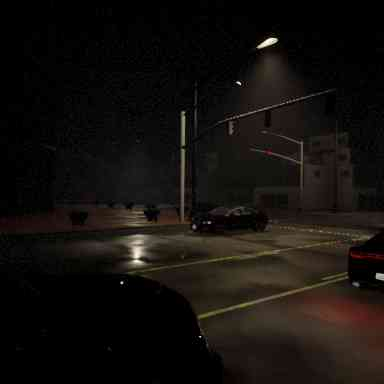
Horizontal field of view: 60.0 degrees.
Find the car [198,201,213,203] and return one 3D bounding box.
[{"bbox_3d":[1.756,1.656,36.088,1.994,1.385,4.181,1,-1,-35],"label":"car"}]

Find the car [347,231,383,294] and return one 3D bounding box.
[{"bbox_3d":[5.700,1.498,7.843,5.008,1.535,1.882,0,0,-35],"label":"car"}]

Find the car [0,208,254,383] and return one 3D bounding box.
[{"bbox_3d":[-2.382,1.222,2.045,5.566,2.045,2.150,0,0,-36],"label":"car"}]

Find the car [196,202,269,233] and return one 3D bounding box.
[{"bbox_3d":[2.118,1.523,18.390,4.902,1.511,2.128,0,0,-35],"label":"car"}]
